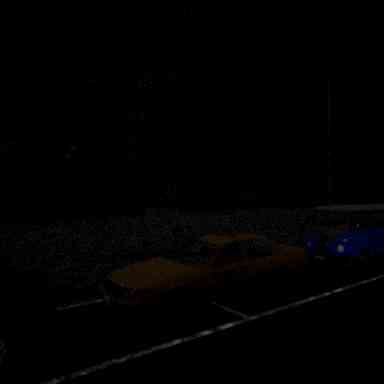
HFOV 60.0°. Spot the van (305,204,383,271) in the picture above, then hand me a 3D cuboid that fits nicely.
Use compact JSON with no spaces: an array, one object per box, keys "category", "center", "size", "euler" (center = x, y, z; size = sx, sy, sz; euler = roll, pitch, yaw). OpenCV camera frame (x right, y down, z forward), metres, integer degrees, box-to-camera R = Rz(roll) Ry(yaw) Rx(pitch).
[{"category":"van","center":[5.237,1.276,10.413],"size":[3.998,1.788,1.690],"euler":[0,0,-36]}]

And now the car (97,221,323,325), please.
[{"category":"car","center":[0.515,1.497,7.028],"size":[4.829,1.417,1.752],"euler":[0,0,-36]}]

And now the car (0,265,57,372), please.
[{"category":"car","center":[-3.931,1.557,3.842],"size":[4.403,1.369,2.008],"euler":[0,0,-36]}]
